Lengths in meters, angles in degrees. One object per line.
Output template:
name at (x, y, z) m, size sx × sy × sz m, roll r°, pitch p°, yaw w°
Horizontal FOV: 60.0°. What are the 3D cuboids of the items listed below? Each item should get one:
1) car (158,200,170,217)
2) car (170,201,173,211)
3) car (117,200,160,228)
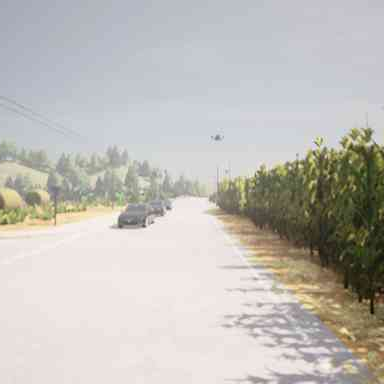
car at (-3.569, 1.608, 32.780) m, size 1.837 × 1.490 × 4.892 m, roll 0°, pitch 0°, yaw 0°
car at (-3.535, 1.683, 43.313) m, size 2.033 × 1.411 × 5.357 m, roll 0°, pitch 0°, yaw 0°
car at (-3.715, 1.577, 22.888) m, size 1.837 × 1.490 × 4.892 m, roll 0°, pitch 0°, yaw 4°
